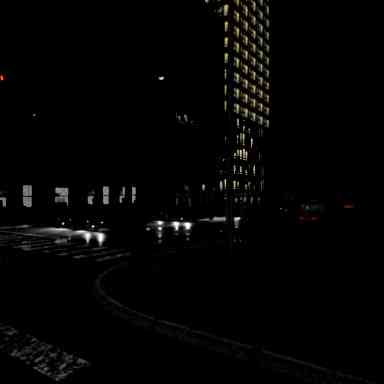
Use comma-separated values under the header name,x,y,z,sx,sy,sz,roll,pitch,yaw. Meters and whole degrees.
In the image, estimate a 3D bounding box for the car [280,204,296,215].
name,x,y,z,sx,sy,sz,roll,pitch,yaw
car,13.755,2.418,46.424,1.994,1.385,4.181,0,-1,33

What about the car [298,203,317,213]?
name,x,y,z,sx,sy,sz,roll,pitch,yaw
car,19.044,2.555,54.768,1.812,1.442,4.674,0,-1,33

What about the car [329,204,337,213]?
name,x,y,z,sx,sy,sz,roll,pitch,yaw
car,21.780,2.597,53.014,1.994,1.385,4.181,0,-1,33

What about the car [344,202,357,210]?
name,x,y,z,sx,sy,sz,roll,pitch,yaw
car,31.329,2.789,65.799,1.882,1.535,5.008,0,-1,33

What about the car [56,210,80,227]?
name,x,y,z,sx,sy,sz,roll,pitch,yaw
car,-7.573,1.873,25.485,2.033,1.411,5.357,0,-1,33

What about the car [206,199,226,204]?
name,x,y,z,sx,sy,sz,roll,pitch,yaw
car,3.143,1.903,42.185,2.150,2.045,5.566,0,-1,32

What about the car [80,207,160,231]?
name,x,y,z,sx,sy,sz,roll,pitch,yaw
car,-4.917,1.874,23.608,2.033,1.411,5.357,0,-1,33

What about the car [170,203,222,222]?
name,x,y,z,sx,sy,sz,roll,pitch,yaw
car,0.520,2.055,32.086,2.033,1.411,5.357,0,-1,33

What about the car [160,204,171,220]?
name,x,y,z,sx,sy,sz,roll,pitch,yaw
car,-2.390,2.003,33.564,1.837,1.490,4.892,0,-1,33

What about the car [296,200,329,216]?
name,x,y,z,sx,sy,sz,roll,pitch,yaw
car,16.056,2.066,44.025,2.150,2.045,5.566,0,-1,35

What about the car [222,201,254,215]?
name,x,y,z,sx,sy,sz,roll,pitch,yaw
car,6.002,2.180,40.617,2.128,1.511,4.902,0,-1,33

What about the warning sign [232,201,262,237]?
name,x,y,z,sx,sy,sz,roll,pitch,yaw
warning sign,3.091,1.454,18.556,1.300,1.860,1.060,1,1,33
